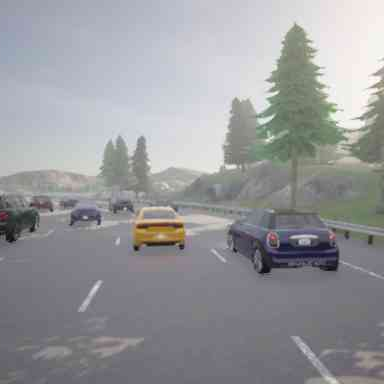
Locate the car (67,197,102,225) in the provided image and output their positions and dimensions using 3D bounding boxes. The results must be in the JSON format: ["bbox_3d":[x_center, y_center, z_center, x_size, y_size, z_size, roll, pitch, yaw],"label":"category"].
[{"bbox_3d":[-7.030,1.325,22.153,1.812,1.442,4.674,0,1,-16],"label":"car"}]

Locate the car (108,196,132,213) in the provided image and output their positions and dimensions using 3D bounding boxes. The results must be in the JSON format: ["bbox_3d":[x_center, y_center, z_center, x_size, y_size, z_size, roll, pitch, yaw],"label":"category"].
[{"bbox_3d":[-6.916,1.205,32.257,1.837,1.490,4.892,0,1,-22],"label":"car"}]

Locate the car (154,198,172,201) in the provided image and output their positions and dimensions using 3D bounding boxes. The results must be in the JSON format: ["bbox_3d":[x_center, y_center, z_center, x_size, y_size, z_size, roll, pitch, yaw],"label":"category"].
[{"bbox_3d":[-2.753,1.264,31.141,1.994,1.385,4.181,0,1,-21],"label":"car"}]

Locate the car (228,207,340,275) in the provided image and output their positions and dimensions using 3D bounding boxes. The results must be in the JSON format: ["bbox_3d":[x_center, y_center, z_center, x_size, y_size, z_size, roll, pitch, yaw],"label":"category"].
[{"bbox_3d":[2.561,1.242,10.382,2.097,1.767,4.553,0,1,-6],"label":"car"}]

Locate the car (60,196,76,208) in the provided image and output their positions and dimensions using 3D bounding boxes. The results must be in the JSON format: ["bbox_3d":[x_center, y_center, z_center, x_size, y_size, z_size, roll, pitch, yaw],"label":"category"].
[{"bbox_3d":[-14.721,1.169,40.110,1.812,1.442,4.674,0,0,-29],"label":"car"}]

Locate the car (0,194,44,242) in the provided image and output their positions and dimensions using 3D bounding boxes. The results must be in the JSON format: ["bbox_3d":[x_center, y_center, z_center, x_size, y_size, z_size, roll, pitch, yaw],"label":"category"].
[{"bbox_3d":[-8.854,1.091,15.516,2.150,2.045,5.566,0,1,-12],"label":"car"}]

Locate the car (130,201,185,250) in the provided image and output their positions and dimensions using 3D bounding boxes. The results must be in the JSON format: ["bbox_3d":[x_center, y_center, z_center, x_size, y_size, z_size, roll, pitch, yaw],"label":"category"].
[{"bbox_3d":[-1.469,1.345,13.796,1.882,1.535,5.008,0,1,-10],"label":"car"}]

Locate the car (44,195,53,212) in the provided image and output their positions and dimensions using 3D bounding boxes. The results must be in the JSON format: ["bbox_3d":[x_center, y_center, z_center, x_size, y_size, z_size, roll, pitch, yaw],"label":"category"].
[{"bbox_3d":[-15.518,1.055,34.223,2.097,1.767,4.553,0,1,-25],"label":"car"}]
